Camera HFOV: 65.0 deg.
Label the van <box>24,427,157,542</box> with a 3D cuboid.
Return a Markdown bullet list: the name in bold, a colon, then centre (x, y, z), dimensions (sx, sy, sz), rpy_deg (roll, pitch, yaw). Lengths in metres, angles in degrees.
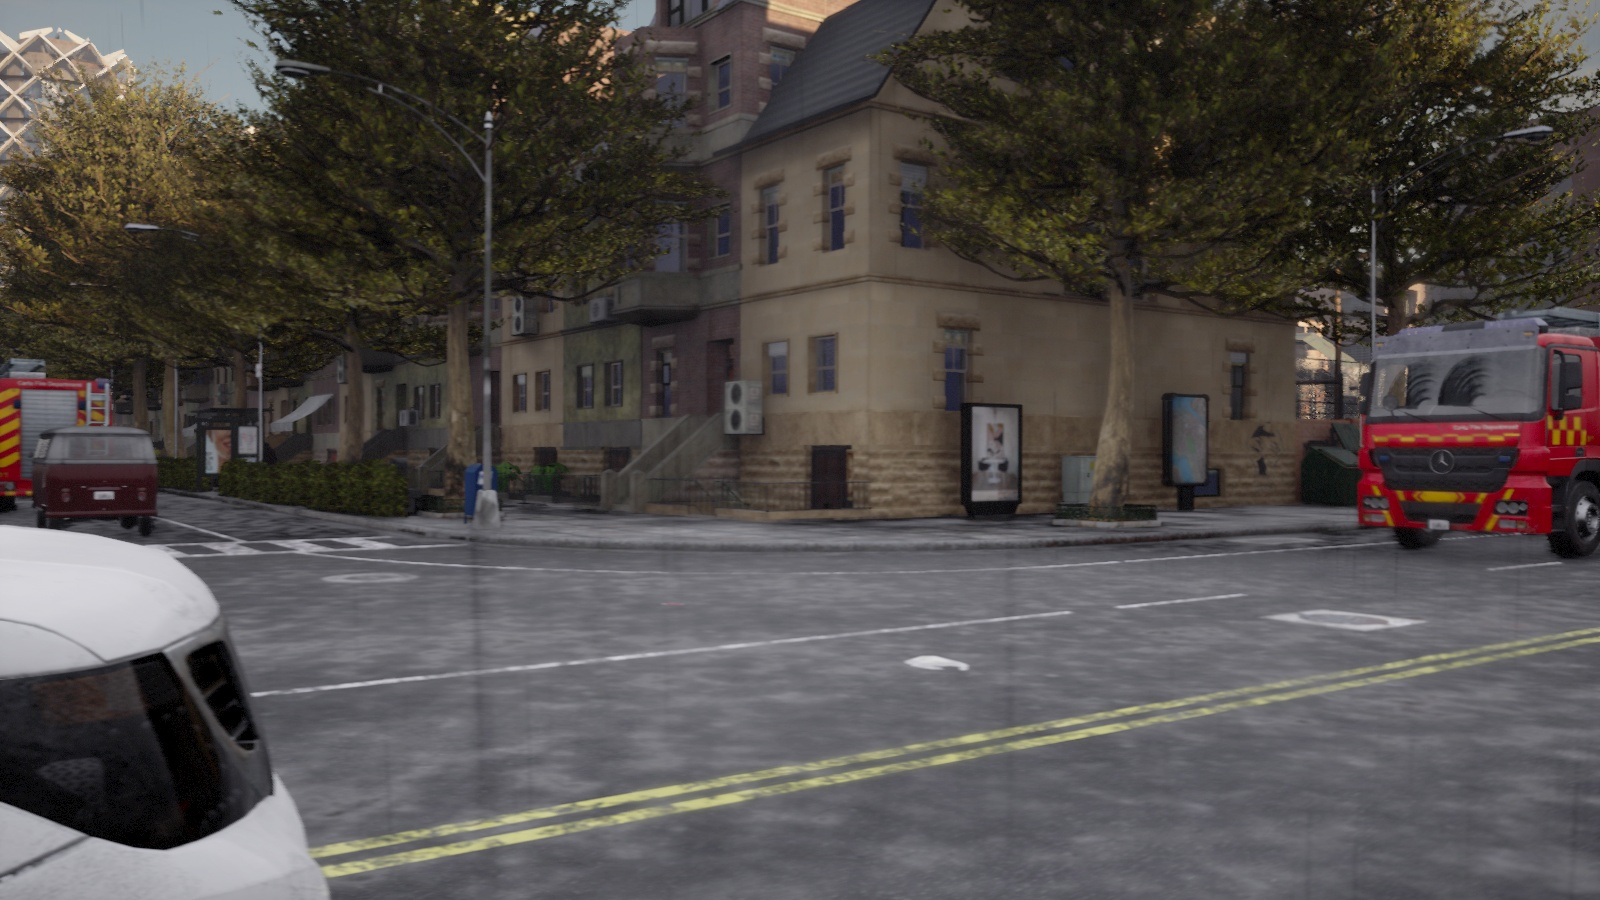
- **van**: centre (-13.602, 0.593, 23.952), dimensions (1.775, 1.987, 4.442), rpy_deg (0, 0, -35)

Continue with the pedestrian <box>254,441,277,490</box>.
- **pedestrian**: centre (-20.446, 0.585, 48.020), dimensions (0.634, 1.844, 0.899), rpy_deg (0, 0, -34)

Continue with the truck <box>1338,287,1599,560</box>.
- **truck**: centre (12.836, -0.357, 21.206), dimensions (8.468, 3.827, 2.891), rpy_deg (0, 0, -35)

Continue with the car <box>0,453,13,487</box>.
- **car**: centre (-38.603, 0.929, 59.508), dimensions (2.007, 1.525, 4.514), rpy_deg (0, 0, -35)

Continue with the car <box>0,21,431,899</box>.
- **car**: centre (-3.466, 0.470, 1.222), dimensions (5.566, 2.045, 2.150), rpy_deg (0, 0, -35)

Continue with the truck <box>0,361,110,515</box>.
- **truck**: centre (-21.436, -0.283, 35.095), dimensions (2.891, 3.827, 8.468), rpy_deg (0, 0, -35)
